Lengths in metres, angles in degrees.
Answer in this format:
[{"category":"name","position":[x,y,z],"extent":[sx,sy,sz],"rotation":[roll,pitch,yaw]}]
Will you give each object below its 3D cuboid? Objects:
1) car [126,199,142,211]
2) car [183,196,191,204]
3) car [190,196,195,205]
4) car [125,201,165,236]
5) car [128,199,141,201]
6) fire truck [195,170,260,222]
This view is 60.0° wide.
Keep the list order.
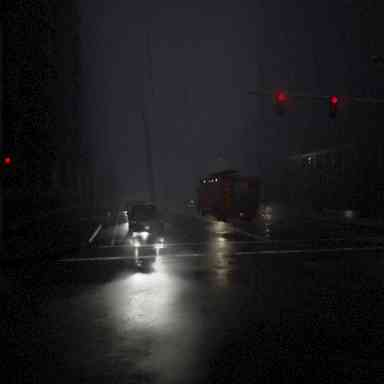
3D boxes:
[{"category":"car","position":[-7.365,1.600,42.097],"extent":[1.895,1.301,4.718],"rotation":[0,0,-11]},{"category":"car","position":[-0.470,1.526,61.359],"extent":[1.812,1.442,4.674],"rotation":[0,0,-11]},{"category":"car","position":[1.592,1.491,51.423],"extent":[2.128,1.511,4.902],"rotation":[0,0,-11]},{"category":"car","position":[-2.659,1.492,18.745],"extent":[2.128,1.511,4.902],"rotation":[0,0,-11]},{"category":"car","position":[-4.712,1.492,28.954],"extent":[2.128,1.511,4.902],"rotation":[0,0,-11]},{"category":"fire truck","position":[2.743,0.342,27.968],"extent":[2.891,3.827,8.468],"rotation":[0,0,-11]}]
